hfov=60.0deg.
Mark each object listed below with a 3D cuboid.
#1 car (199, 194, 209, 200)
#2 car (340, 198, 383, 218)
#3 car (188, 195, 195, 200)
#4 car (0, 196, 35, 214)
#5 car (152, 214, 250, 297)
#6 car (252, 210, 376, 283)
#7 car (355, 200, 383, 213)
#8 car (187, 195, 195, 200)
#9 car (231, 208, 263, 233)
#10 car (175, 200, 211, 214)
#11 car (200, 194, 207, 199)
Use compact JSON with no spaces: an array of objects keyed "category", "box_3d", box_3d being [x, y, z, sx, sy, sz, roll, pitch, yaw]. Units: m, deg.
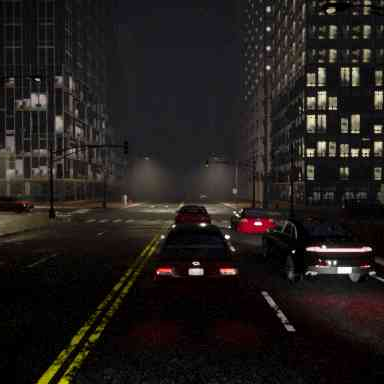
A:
[{"category":"car","box_3d":[3.087,1.508,81.418,1.895,1.301,4.718,0,0,0]},{"category":"car","box_3d":[16.141,1.517,30.209,5.009,1.841,2.192,1,0,1]},{"category":"car","box_3d":[-0.186,1.454,92.851,1.994,1.385,4.181,0,0,0]},{"category":"car","box_3d":[-18.275,1.205,33.288,4.553,1.767,2.097,1,1,1]},{"category":"car","box_3d":[0.083,1.543,8.753,2.033,1.411,5.357,0,0,0]},{"category":"car","box_3d":[3.329,1.487,9.663,2.128,1.511,4.902,0,0,0]},{"category":"car","box_3d":[21.733,1.640,38.507,4.829,1.417,1.752,1,0,1]},{"category":"car","box_3d":[-0.166,1.514,82.761,1.895,1.301,4.718,0,0,0]},{"category":"car","box_3d":[3.313,1.553,18.628,1.994,1.385,4.181,0,0,0]},{"category":"car","box_3d":[0.068,1.467,18.662,1.882,1.535,5.008,0,0,1]},{"category":"car","box_3d":[3.067,1.261,91.390,1.812,1.442,4.674,0,0,0]}]
